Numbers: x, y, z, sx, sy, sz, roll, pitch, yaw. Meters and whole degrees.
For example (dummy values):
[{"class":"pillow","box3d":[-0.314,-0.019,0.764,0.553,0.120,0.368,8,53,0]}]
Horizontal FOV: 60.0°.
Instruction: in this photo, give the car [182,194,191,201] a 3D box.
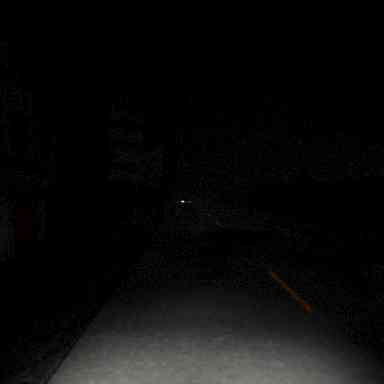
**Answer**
[{"class":"car","box3d":[-1.429,1.294,80.273,2.097,1.767,4.553,1,0,-1]}]
